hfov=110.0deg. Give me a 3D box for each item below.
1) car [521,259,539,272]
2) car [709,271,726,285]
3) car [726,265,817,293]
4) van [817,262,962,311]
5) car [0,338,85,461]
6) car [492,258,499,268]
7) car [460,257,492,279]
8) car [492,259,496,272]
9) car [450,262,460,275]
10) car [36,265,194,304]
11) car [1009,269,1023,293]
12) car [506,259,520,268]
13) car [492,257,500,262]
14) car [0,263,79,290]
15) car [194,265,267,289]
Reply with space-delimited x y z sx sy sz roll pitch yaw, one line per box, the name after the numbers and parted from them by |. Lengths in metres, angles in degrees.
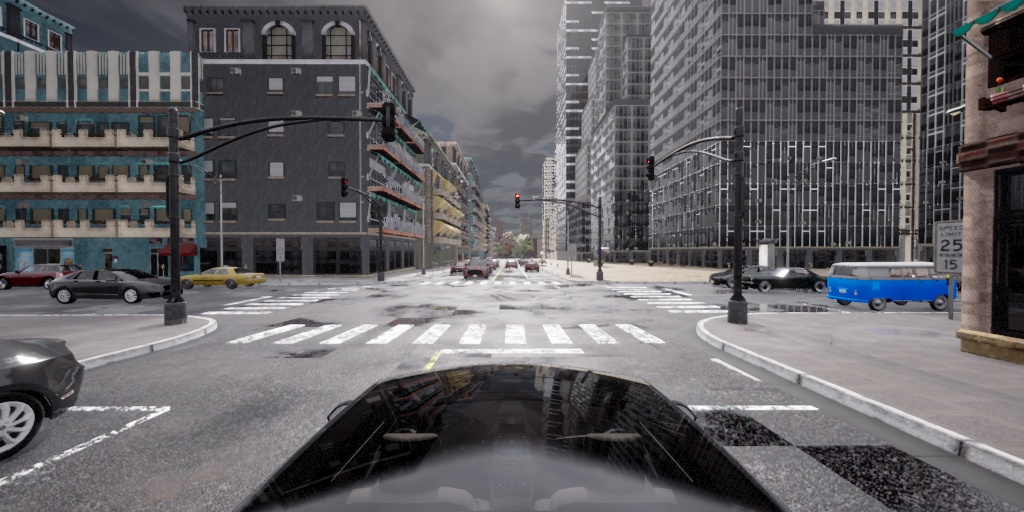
2.532 1.302 45.981 1.888 1.381 4.507 0 0 0 | car
14.619 1.221 22.280 4.313 1.339 1.948 0 0 0 | car
14.806 1.295 19.681 4.718 1.301 1.895 0 1 0 | car
14.657 1.120 13.899 3.998 1.789 1.690 0 0 0 | van
-5.690 1.300 2.185 2.007 1.370 4.403 0 0 0 | car
-3.235 1.360 51.626 1.895 1.301 4.718 0 0 0 | car
-3.162 1.106 32.534 2.097 1.767 4.553 0 0 -1 | car
-3.209 1.357 41.563 1.895 1.301 4.718 0 0 0 | car
-5.799 1.300 40.251 1.888 1.381 4.507 0 0 0 | car
-17.897 1.318 16.330 4.892 1.490 1.837 0 1 0 | car
25.510 1.221 19.727 5.357 1.411 2.033 0 1 0 | car
-0.071 1.328 62.271 1.994 1.385 4.181 0 0 0 | car
-3.226 1.257 62.986 2.128 1.511 4.902 0 0 0 | car
-28.836 1.195 22.084 4.097 1.591 1.967 0 0 0 | car
-17.939 1.252 22.133 4.829 1.417 1.751 0 0 0 | car
